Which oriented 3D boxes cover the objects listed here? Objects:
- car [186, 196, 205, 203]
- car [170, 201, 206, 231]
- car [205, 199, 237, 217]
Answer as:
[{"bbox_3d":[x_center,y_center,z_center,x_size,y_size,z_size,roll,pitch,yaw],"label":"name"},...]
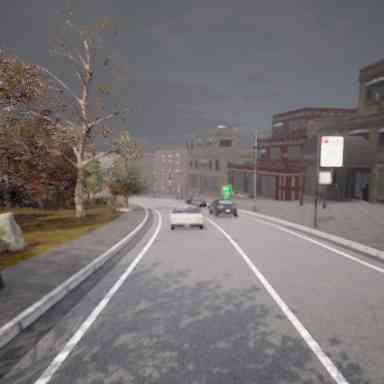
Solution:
[{"bbox_3d":[0.379,1.200,41.661,1.994,1.385,4.181,-1,1,-12],"label":"car"},{"bbox_3d":[-0.354,1.445,19.641,1.895,1.301,4.718,0,0,-3],"label":"car"},{"bbox_3d":[2.561,1.276,28.161,1.812,1.442,4.674,-1,0,-6],"label":"car"}]
